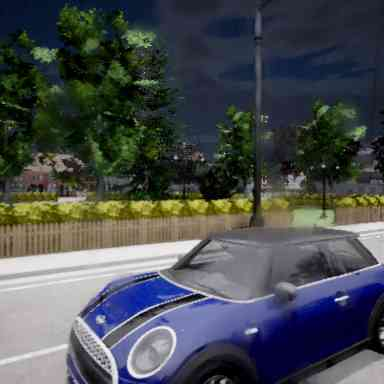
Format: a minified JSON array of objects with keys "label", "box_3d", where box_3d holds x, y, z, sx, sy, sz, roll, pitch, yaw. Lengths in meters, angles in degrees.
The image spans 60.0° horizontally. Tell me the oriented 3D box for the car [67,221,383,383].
[{"label":"car","box_3d":[0.780,1.326,4.483,4.553,1.767,2.097,0,0,-34]}]
